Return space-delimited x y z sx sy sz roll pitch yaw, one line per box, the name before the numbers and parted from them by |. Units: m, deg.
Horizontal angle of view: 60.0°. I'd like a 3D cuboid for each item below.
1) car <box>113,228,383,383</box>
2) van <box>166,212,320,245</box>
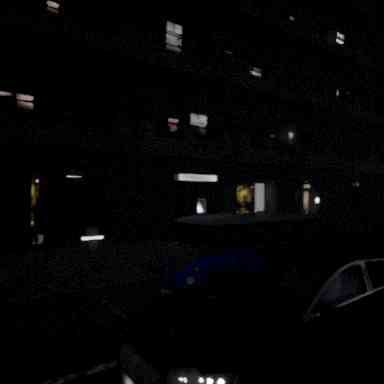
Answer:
car | 1.445 1.512 4.409 4.902 1.511 2.128 0 0 -35
van | 1.224 1.371 7.429 3.998 1.788 1.690 0 0 -36
